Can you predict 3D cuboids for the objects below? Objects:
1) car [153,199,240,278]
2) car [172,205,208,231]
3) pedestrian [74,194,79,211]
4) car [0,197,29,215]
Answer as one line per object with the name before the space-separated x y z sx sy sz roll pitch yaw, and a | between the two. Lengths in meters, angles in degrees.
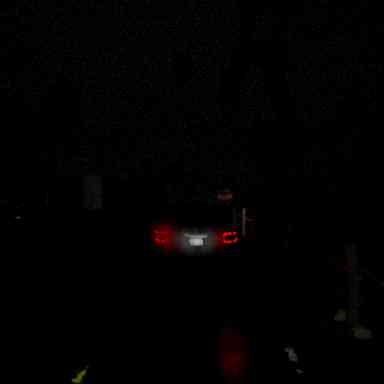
car | 0.103 1.208 10.197 2.150 2.045 5.566 0 0 0
car | -0.255 1.572 21.281 1.895 1.301 4.718 0 0 -5
pedestrian | -12.174 1.087 35.004 0.375 1.860 0.375 0 -1 0
car | -16.923 1.148 29.013 5.008 1.535 1.882 1 0 0
